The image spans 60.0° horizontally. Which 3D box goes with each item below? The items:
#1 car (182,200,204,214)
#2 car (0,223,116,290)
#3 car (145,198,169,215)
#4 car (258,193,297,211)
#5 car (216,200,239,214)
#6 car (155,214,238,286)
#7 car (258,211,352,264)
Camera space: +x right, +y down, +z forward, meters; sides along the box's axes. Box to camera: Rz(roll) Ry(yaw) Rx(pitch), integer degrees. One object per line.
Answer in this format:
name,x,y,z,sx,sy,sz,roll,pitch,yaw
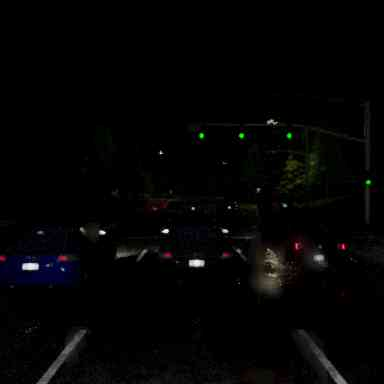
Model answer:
car,0.106,1.458,32.133,1.994,1.385,4.181,0,0,0
car,-3.399,1.534,9.009,1.994,1.385,4.181,0,0,0
car,-3.394,1.369,32.770,1.882,1.535,5.008,0,0,0
car,7.105,1.129,28.069,2.150,2.045,5.566,0,0,0
car,3.607,1.452,34.009,1.994,1.385,4.181,0,0,0
car,0.103,1.533,9.332,1.994,1.385,4.181,0,0,0
car,3.601,1.562,11.646,1.895,1.301,4.718,0,0,0
